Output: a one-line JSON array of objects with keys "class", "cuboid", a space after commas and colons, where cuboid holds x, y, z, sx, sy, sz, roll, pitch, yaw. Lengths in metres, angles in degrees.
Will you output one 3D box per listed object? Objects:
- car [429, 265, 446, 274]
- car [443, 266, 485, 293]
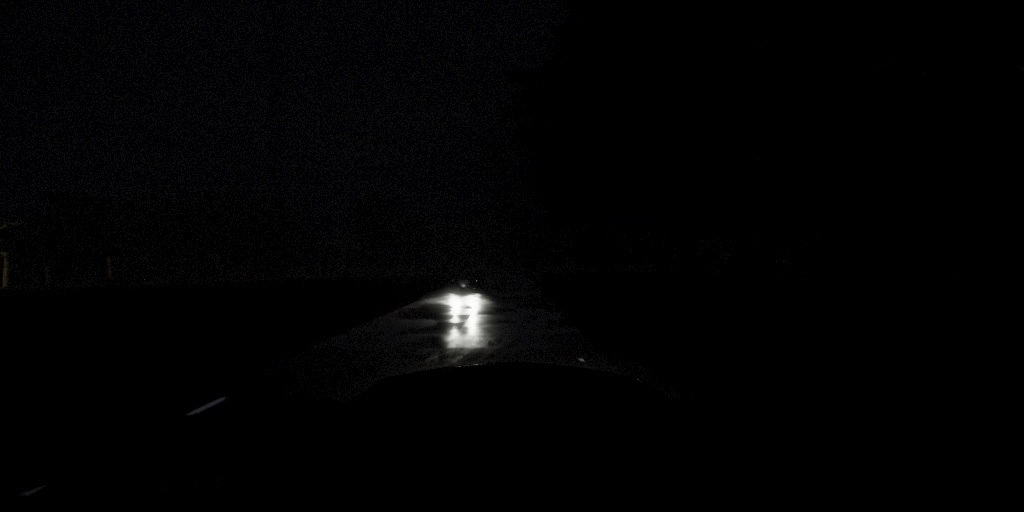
[{"class": "car", "cuboid": [-11.944, 2.300, 62.149, 4.902, 1.511, 2.128, -1, 0, 0]}, {"class": "car", "cuboid": [-2.846, 1.516, 23.607, 2.128, 1.511, 4.902, 0, -1, 0]}]
